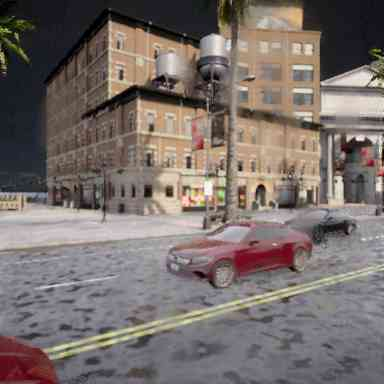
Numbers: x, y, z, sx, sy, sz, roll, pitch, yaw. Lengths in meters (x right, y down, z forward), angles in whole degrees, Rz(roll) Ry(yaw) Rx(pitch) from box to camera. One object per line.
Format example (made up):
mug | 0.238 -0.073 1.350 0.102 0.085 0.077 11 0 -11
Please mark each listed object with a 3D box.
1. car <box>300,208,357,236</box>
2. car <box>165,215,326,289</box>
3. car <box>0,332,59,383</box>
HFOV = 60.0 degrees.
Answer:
car | 6.730 1.584 17.277 4.674 1.442 1.812 1 0 -35
car | 1.492 1.550 9.323 4.674 1.442 1.812 0 0 -35
car | -3.194 1.470 1.398 5.008 1.535 1.882 0 0 -36
